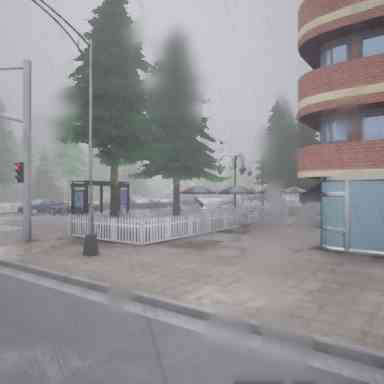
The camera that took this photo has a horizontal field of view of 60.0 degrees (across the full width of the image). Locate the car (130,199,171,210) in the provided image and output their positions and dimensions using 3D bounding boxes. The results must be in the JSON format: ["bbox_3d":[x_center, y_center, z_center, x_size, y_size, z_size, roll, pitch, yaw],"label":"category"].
[{"bbox_3d":[-5.106,1.536,39.842,1.895,1.301,4.718,0,0,38],"label":"car"}]

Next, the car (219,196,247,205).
[{"bbox_3d":[5.699,1.500,50.511,4.181,1.385,1.994,0,0,-34],"label":"car"}]

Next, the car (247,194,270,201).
[{"bbox_3d":[11.014,0.879,57.715,5.566,2.045,2.150,0,0,-24],"label":"car"}]

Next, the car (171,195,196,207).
[{"bbox_3d":[-1.449,1.290,49.131,4.553,1.767,2.097,0,0,-42],"label":"car"}]

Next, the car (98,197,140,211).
[{"bbox_3d":[-8.844,1.412,40.638,1.882,1.535,5.008,0,0,38],"label":"car"}]

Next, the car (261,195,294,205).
[{"bbox_3d":[13.351,1.539,50.751,4.718,1.301,1.895,0,0,-26],"label":"car"}]

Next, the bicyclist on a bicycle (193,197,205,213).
[{"bbox_3d":[0.424,1.240,27.312,1.656,1.620,0.582,0,0,36],"label":"bicyclist on a bicycle"}]

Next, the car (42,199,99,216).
[{"bbox_3d":[-11.265,1.536,31.573,1.895,1.301,4.718,0,0,36],"label":"car"}]

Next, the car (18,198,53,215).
[{"bbox_3d":[-14.562,1.412,32.967,1.882,1.535,5.008,0,0,36],"label":"car"}]
